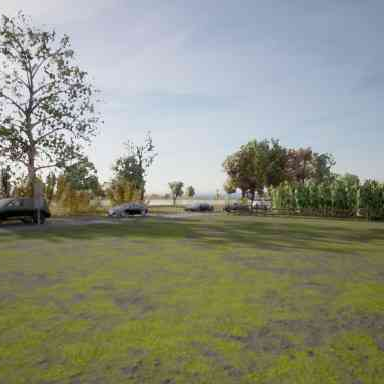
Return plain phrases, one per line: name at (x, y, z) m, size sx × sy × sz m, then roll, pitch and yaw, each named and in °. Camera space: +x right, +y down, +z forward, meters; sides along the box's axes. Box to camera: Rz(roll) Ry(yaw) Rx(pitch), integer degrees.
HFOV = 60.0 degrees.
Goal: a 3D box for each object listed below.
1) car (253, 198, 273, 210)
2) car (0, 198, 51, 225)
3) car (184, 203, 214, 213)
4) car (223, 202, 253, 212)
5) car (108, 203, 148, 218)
car at (12.516, 2.058, 58.158) m, size 2.150 × 2.045 × 5.566 m, roll -1°, pitch -2°, yaw 35°
car at (-13.716, 1.477, 25.572) m, size 2.150 × 2.045 × 5.566 m, roll -1°, pitch -2°, yaw 34°
car at (1.063, 2.188, 46.695) m, size 2.033 × 1.411 × 5.357 m, roll -1°, pitch -2°, yaw 35°
car at (6.582, 2.224, 49.572) m, size 2.033 × 1.411 × 5.357 m, roll -1°, pitch -2°, yaw 35°
car at (-6.771, 1.927, 35.527) m, size 2.128 × 1.511 × 4.902 m, roll -1°, pitch -2°, yaw 35°
